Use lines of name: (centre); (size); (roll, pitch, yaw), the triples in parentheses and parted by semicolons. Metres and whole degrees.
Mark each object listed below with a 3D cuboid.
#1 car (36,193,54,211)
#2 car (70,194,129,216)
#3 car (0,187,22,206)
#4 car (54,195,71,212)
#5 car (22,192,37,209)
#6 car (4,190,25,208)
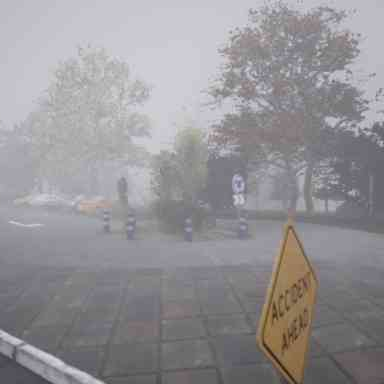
car: (-12.169, 1.071, 32.660); (2.163, 1.488, 4.792); (2, 1, 36)
car: (-7.772, 1.188, 29.498); (2.097, 1.535, 5.008); (2, 1, 36)
car: (-21.091, 0.490, 39.210); (2.435, 2.045, 5.566); (2, 1, 36)
car: (-9.990, 0.988, 31.153); (2.185, 1.767, 4.553); (2, 1, 36)
car: (-14.394, 1.006, 34.309); (2.002, 1.452, 4.674); (2, 1, 36)
car: (-16.742, 0.888, 35.787); (1.946, 1.575, 5.366); (2, 1, 36)
